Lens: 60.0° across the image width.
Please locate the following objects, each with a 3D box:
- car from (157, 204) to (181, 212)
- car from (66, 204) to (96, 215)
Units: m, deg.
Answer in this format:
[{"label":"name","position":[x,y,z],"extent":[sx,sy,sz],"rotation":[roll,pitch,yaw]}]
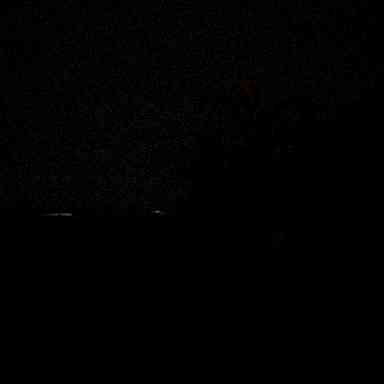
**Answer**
[{"label":"car","position":[-4.291,3.007,63.017],"extent":[2.033,1.411,5.357],"rotation":[3,0,36]},{"label":"car","position":[-15.724,2.437,47.310],"extent":[1.994,1.385,4.181],"rotation":[3,0,36]}]
